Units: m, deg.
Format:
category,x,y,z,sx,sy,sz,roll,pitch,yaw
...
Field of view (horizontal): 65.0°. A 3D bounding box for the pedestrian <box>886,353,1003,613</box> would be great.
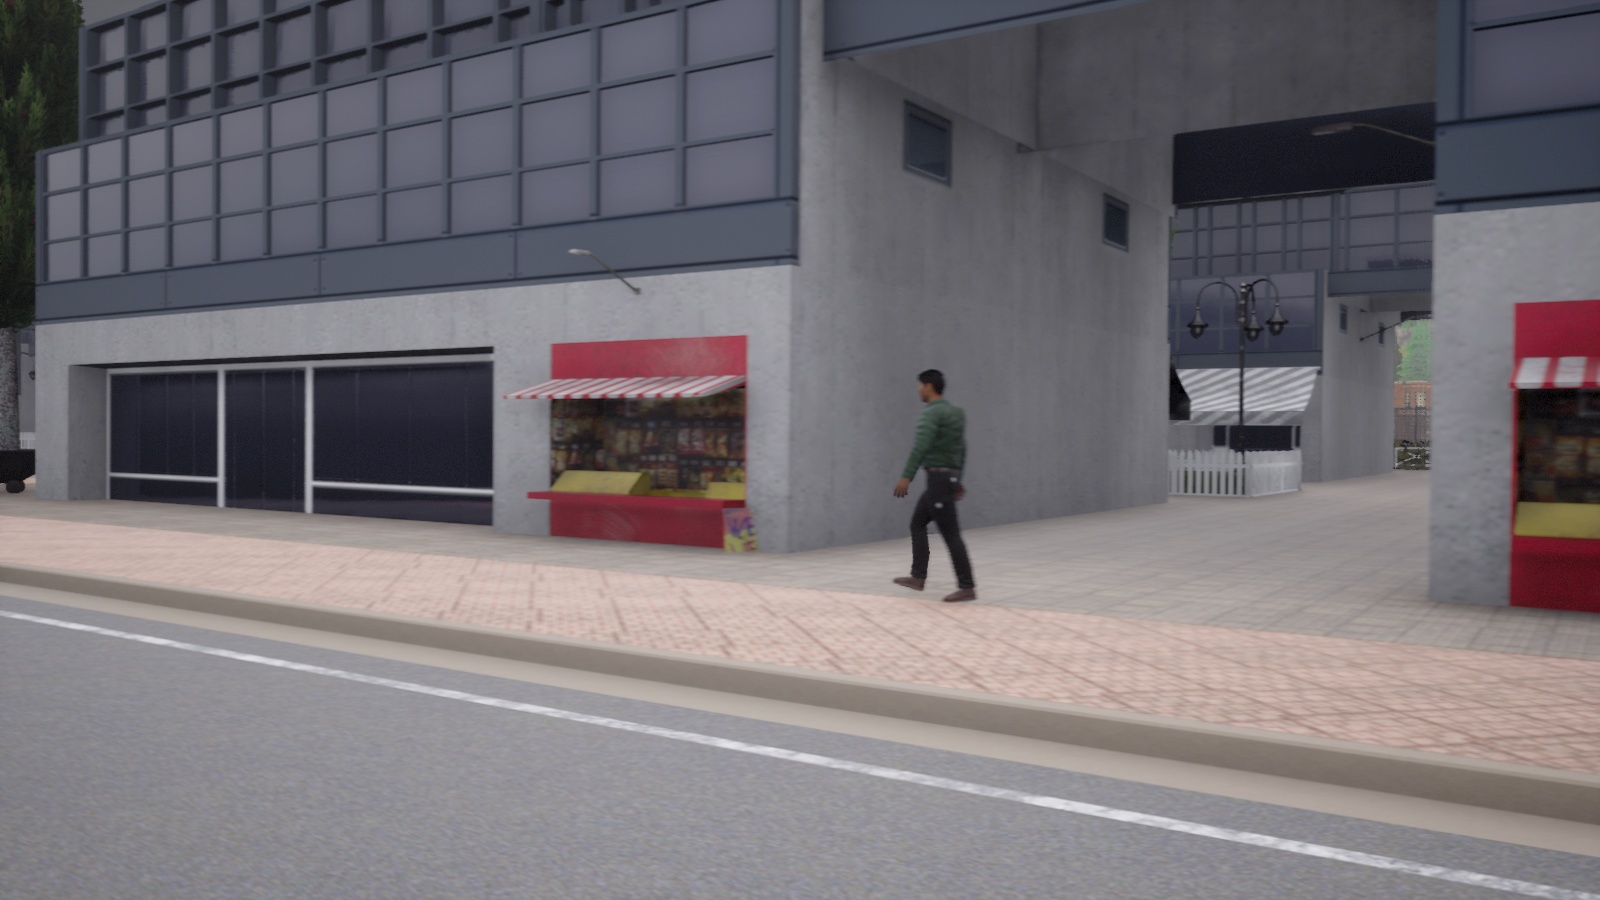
category,x,y,z,sx,sy,sz,roll,pitch,yaw
pedestrian,1.128,0.246,9.804,0.788,1.949,0.423,0,1,31
